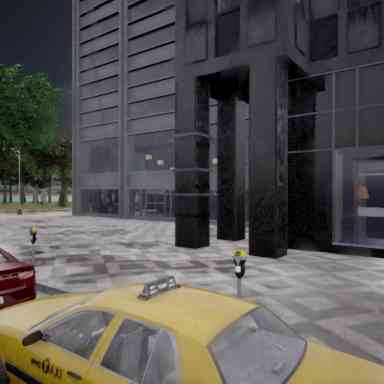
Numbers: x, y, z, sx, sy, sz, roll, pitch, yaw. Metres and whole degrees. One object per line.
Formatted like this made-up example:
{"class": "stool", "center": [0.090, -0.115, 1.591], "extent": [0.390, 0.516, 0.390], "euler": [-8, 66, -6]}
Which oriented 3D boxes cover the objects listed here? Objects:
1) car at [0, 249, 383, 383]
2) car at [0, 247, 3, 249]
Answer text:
{"class": "car", "center": [-0.521, 1.525, 3.335], "extent": [4.829, 1.417, 1.752], "euler": [0, 0, 36]}
{"class": "car", "center": [-4.806, 1.545, 6.398], "extent": [4.507, 1.381, 1.887], "euler": [0, 0, 36]}
